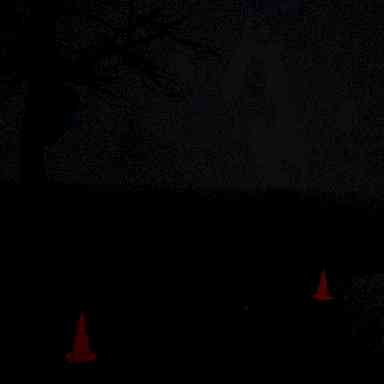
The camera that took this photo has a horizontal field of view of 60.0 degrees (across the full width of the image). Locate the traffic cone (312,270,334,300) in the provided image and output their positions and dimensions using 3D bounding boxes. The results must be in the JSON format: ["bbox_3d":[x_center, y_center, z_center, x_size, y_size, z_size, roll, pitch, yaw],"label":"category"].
[{"bbox_3d":[2.870,2.011,7.273,0.340,0.580,0.340,1,0,-30],"label":"traffic cone"}]

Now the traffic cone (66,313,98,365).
[{"bbox_3d":[-1.499,1.949,4.523,0.340,0.580,0.340,1,0,-34],"label":"traffic cone"}]
